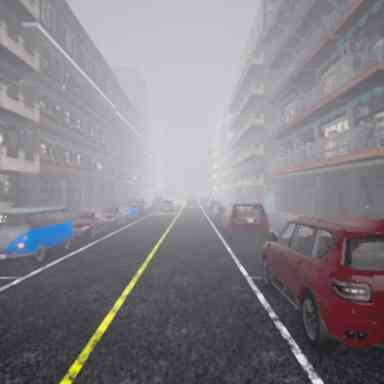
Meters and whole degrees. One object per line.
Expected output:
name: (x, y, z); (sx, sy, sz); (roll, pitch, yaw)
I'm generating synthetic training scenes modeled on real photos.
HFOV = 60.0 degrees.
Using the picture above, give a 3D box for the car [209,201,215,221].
car: (2.683, 1.757, 28.933); (1.802, 1.307, 4.206); (-1, 0, 0)

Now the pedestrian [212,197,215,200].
pedestrian: (3.006, 1.582, 47.197); (0.375, 1.860, 0.375); (-1, 0, -5)

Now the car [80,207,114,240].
car: (-5.665, 1.688, 17.637); (1.802, 1.307, 4.206); (-1, 0, 0)

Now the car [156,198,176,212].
car: (-3.082, 1.781, 41.961); (1.812, 1.442, 4.674); (0, -1, 0)

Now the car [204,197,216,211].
car: (3.006, 1.797, 44.371); (1.812, 1.442, 4.674); (0, 0, 0)

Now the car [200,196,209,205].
car: (2.685, 1.739, 68.581); (2.192, 1.841, 5.009); (-1, 0, 0)

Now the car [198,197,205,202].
car: (2.692, 2.152, 91.234); (1.802, 1.307, 4.206); (-1, 0, 0)

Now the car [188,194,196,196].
car: (0.011, 1.569, 78.712); (2.150, 2.045, 5.566); (0, 0, 0)

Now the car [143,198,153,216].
car: (-5.710, 1.525, 34.631); (2.192, 1.841, 5.009); (-1, 0, 0)

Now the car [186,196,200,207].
car: (0.013, 1.938, 60.003); (1.994, 1.385, 4.181); (0, 0, 0)

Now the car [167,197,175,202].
car: (-5.689, 2.095, 91.099); (1.752, 1.417, 4.829); (-1, 0, 0)

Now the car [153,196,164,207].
car: (-5.696, 1.667, 57.286); (2.192, 1.841, 5.009); (-1, 0, 0)

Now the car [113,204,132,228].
car: (-5.667, 1.722, 23.301); (1.802, 1.307, 4.206); (-1, 0, 0)

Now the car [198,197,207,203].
car: (2.691, 2.099, 85.570); (1.947, 1.339, 4.313); (-1, 0, 0)

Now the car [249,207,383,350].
car: (2.677, 1.353, 6.279); (2.192, 1.841, 5.009); (-1, 0, 0)

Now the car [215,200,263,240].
car: (2.678, 1.421, 17.608); (2.192, 1.841, 5.009); (-1, 0, 0)

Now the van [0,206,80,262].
van: (-5.669, 1.413, 11.975); (1.690, 1.788, 3.998); (-1, 0, 0)

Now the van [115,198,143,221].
van: (-5.682, 1.516, 28.967); (1.690, 1.788, 3.998); (-1, 0, 0)
